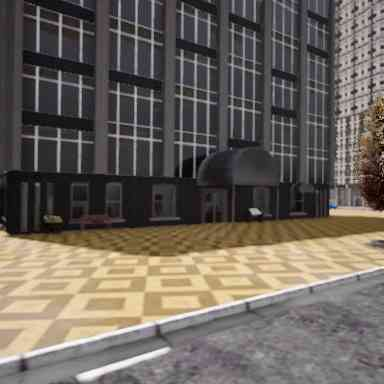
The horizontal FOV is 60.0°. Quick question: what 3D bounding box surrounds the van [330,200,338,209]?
[{"bbox_3d":[26.380,2.516,64.551,1.690,1.788,3.998,0,-1,-22],"label":"van"}]
